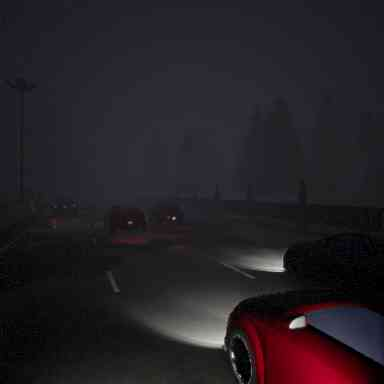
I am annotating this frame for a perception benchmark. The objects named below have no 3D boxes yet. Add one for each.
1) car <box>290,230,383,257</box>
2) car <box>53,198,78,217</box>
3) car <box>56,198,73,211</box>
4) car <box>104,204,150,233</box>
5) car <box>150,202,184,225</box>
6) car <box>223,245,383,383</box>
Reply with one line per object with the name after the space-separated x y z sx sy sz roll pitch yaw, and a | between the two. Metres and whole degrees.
3.954 1.563 7.595 1.994 1.385 4.181 0 0 -20 | car
-12.045 1.350 31.665 2.097 1.767 4.553 0 0 -20 | car
-15.705 1.520 40.907 1.812 1.442 4.674 0 0 -23 | car
-4.066 1.475 19.703 1.882 1.535 5.008 0 0 -20 | car
-2.016 1.501 24.383 1.837 1.490 4.892 0 0 -20 | car
1.893 1.563 2.943 1.994 1.385 4.181 0 0 -20 | car
